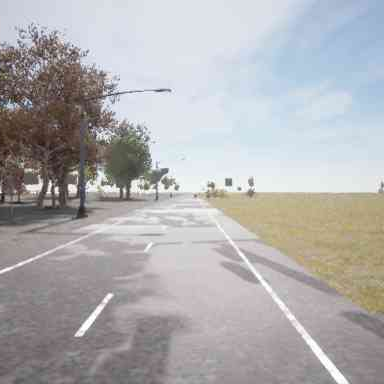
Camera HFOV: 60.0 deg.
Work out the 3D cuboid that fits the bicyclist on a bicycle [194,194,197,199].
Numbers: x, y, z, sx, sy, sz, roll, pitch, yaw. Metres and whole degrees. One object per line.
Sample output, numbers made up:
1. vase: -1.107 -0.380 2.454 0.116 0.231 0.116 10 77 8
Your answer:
1. bicyclist on a bicycle: 0.987 1.406 95.478 0.659 1.776 1.843 2 1 0
